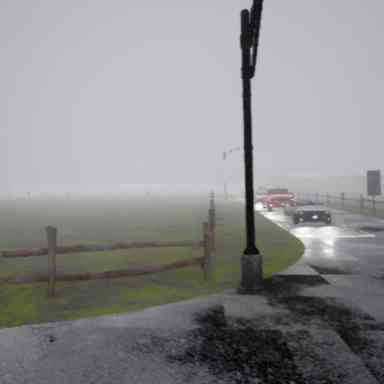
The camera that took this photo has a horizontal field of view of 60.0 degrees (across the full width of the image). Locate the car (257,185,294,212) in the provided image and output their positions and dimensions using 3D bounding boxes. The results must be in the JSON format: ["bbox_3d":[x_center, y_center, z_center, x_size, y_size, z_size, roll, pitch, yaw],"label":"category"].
[{"bbox_3d":[7.408,0.557,29.063,2.150,2.045,5.566,-2,1,4],"label":"car"}]

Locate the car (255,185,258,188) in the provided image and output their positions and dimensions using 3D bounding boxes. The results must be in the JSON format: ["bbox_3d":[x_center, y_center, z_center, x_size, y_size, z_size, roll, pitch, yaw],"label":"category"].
[{"bbox_3d":[12.422,-0.187,60.021,2.150,2.045,5.566,-2,1,4],"label":"car"}]

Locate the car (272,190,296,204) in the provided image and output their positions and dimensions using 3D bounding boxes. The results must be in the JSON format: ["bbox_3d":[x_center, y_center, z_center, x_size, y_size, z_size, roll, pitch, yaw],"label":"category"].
[{"bbox_3d":[11.114,0.511,40.457,1.837,1.490,4.892,-2,1,4],"label":"car"}]

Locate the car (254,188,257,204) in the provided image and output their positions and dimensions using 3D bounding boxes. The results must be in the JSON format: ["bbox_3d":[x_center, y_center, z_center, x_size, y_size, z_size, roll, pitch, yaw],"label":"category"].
[{"bbox_3d":[8.206,0.655,39.705,2.033,1.411,5.357,-2,1,4],"label":"car"}]

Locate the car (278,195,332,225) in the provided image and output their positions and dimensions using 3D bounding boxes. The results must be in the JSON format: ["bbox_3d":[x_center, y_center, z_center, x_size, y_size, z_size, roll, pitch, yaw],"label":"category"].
[{"bbox_3d":[6.673,1.103,19.636,1.994,1.385,4.181,-2,1,4],"label":"car"}]
